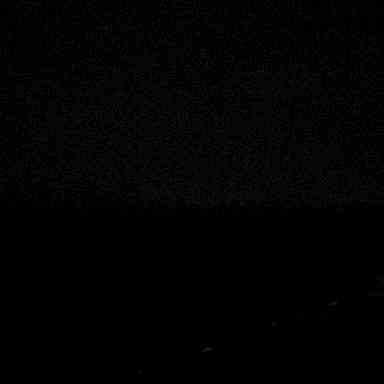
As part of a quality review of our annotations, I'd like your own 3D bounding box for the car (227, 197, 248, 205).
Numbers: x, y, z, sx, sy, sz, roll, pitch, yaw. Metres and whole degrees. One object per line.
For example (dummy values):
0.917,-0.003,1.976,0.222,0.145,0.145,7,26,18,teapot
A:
9.256,1.812,67.829,2.097,1.767,4.553,1,-2,-36,car
